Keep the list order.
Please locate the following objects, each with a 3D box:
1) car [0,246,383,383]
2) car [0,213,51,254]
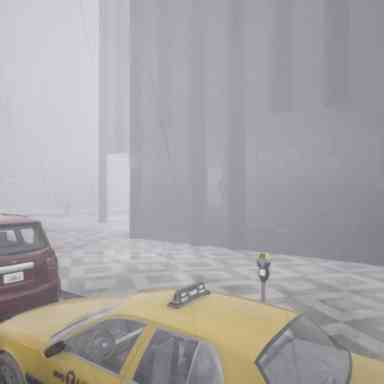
[{"bbox_3d":[-0.229,1.525,3.128,4.829,1.417,1.752,0,0,36],"label":"car"},{"bbox_3d":[-4.502,1.314,6.186,5.009,1.841,2.192,0,0,36],"label":"car"}]
